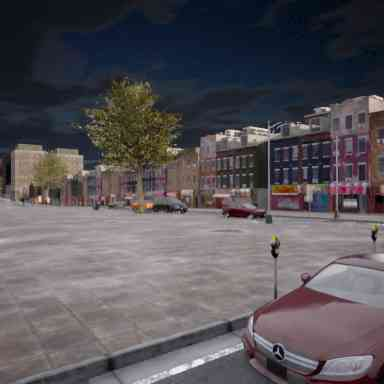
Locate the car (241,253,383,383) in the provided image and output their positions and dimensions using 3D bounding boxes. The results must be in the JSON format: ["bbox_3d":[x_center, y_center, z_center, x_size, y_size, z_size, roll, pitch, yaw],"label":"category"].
[{"bbox_3d":[2.578,1.582,4.642,4.206,1.307,1.802,0,0,-35],"label":"car"}]

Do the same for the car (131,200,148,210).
[{"bbox_3d":[-7.944,2.038,52.872,2.097,1.767,4.553,0,-1,-36],"label":"car"}]

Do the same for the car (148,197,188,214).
[{"bbox_3d":[-2.789,1.659,40.631,2.150,2.045,5.566,0,-1,-35],"label":"car"}]

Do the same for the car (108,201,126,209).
[{"bbox_3d":[-13.819,2.395,61.059,2.128,1.511,4.902,0,-1,-35],"label":"car"}]

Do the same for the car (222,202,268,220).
[{"bbox_3d":[4.785,1.712,30.050,1.882,1.535,5.008,0,-1,-35],"label":"car"}]
